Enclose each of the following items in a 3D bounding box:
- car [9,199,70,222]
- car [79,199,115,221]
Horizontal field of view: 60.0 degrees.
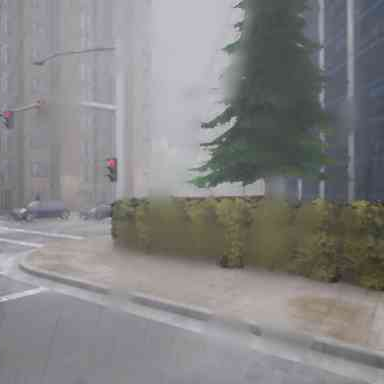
[{"bbox_3d":[-12.598,1.458,27.703,2.097,1.767,4.553,0,0,37],"label":"car"},{"bbox_3d":[-7.478,1.443,28.762,2.097,1.767,4.553,0,0,36],"label":"car"}]
